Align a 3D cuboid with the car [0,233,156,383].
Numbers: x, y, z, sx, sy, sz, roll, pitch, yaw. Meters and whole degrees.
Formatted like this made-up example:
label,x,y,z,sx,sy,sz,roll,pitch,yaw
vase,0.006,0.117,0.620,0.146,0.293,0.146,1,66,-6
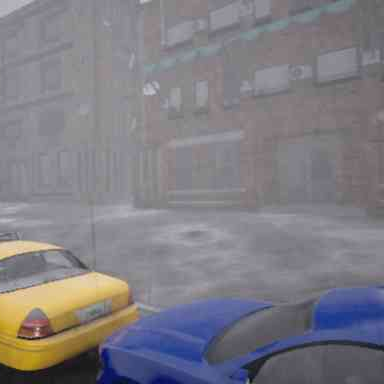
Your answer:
label,x,y,z,sx,sy,sz,roll,pitch,yaw
car,-3.326,1.477,5.643,5.366,1.575,1.946,0,0,35
